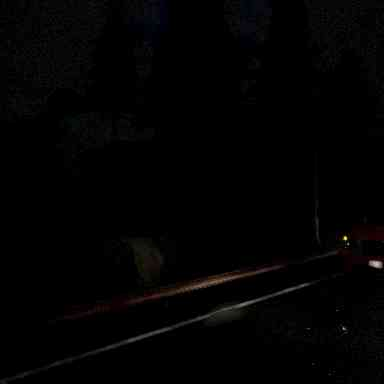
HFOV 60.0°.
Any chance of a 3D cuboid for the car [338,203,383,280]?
[{"bbox_3d":[6.220,1.238,9.124,5.566,2.045,2.150,0,0,-39],"label":"car"}]
